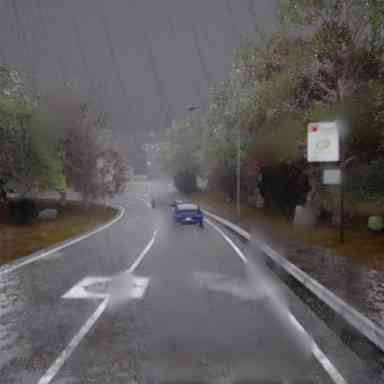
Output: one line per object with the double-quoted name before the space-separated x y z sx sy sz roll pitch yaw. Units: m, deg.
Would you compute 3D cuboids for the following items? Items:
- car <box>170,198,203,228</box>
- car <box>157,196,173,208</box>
"car" -0.361 1.431 21.996 1.882 1.535 5.008 0 0 -4
"car" -3.195 1.149 41.452 1.994 1.385 4.181 -1 3 -12
